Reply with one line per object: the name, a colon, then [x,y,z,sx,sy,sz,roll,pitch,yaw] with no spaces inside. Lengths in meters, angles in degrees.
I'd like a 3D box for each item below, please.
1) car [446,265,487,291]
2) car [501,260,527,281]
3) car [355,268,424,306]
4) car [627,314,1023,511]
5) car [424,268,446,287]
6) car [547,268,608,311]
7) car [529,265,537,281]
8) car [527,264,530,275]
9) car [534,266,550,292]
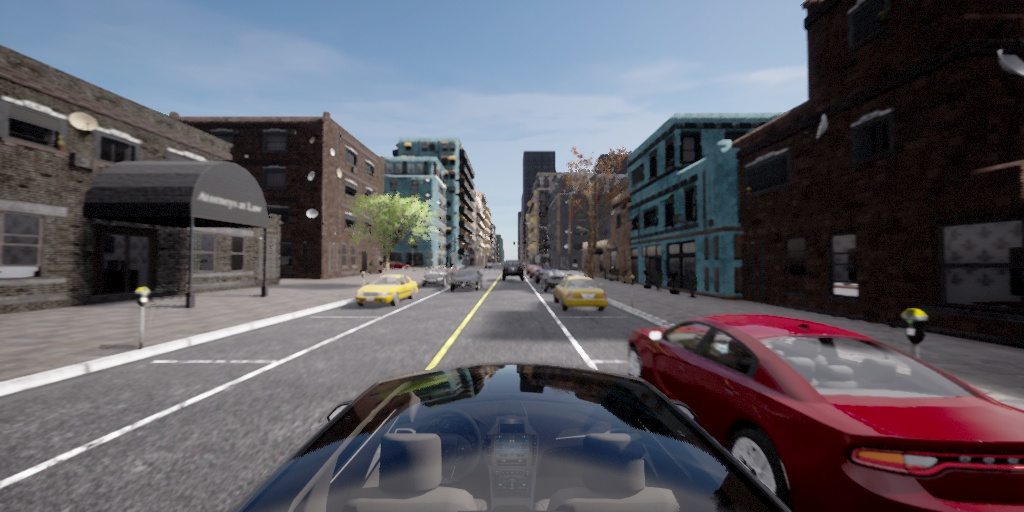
car: [-3.001,1.559,24.461,1.837,1.490,4.892,0,-1,0]
car: [0.098,1.406,36.749,2.150,2.045,5.566,0,-1,0]
car: [-5.759,1.464,16.909,1.751,1.417,4.829,0,0,0]
car: [2.698,1.324,4.061,1.888,1.381,4.507,0,0,0]
car: [-5.812,1.627,28.143,2.007,1.370,4.403,0,0,0]
car: [2.752,1.440,15.296,1.751,1.417,4.829,0,0,0]
car: [2.821,1.679,31.061,1.948,1.339,4.313,0,0,0]
car: [2.821,1.809,40.061,1.802,1.307,4.207,0,0,0]
car: [2.792,1.569,23.516,2.007,1.370,4.403,0,0,0]
